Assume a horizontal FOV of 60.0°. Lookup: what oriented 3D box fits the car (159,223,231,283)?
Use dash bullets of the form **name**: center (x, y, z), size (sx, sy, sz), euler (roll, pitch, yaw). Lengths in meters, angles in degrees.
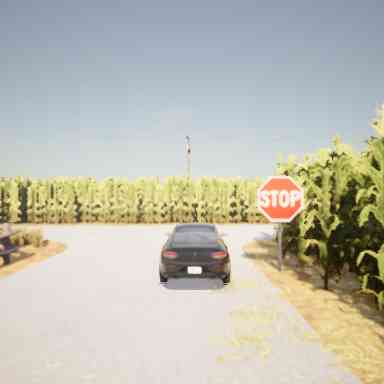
- **car**: center (0.115, 1.646, 9.915), size (1.812, 1.442, 4.674), euler (0, -1, 1)
